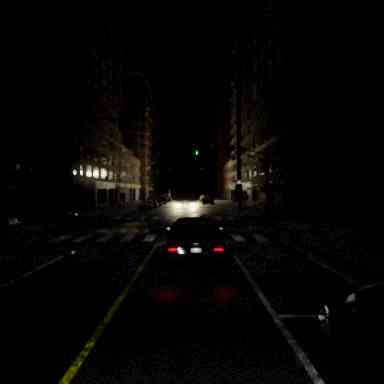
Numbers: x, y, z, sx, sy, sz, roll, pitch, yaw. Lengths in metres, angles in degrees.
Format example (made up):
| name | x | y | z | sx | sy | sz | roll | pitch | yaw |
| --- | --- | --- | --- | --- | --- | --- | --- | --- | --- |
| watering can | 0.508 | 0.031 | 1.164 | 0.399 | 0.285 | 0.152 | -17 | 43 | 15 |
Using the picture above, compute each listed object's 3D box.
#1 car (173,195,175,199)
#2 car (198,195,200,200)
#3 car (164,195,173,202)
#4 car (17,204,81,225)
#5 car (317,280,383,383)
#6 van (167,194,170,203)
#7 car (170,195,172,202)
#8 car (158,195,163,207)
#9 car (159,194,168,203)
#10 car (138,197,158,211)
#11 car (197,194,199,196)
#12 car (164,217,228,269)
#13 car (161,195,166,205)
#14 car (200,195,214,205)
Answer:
| name | x | y | z | sx | sy | sz | roll | pitch | yaw |
| --- | --- | --- | --- | --- | --- | --- | --- | --- | --- |
| car | -5.675 | 1.303 | 74.246 | 2.192 | 1.841 | 5.009 | 0 | 0 | 0 |
| car | 2.851 | 1.536 | 68.827 | 2.008 | 1.369 | 4.403 | 0 | 0 | 0 |
| car | -5.675 | 1.518 | 79.526 | 1.752 | 1.417 | 4.829 | 0 | 0 | 0 |
| car | -10.128 | 1.543 | 23.636 | 4.181 | 1.385 | 1.994 | 0 | 0 | 8 |
| car | 2.856 | 1.565 | 3.553 | 1.947 | 1.339 | 4.313 | 0 | 0 | 0 |
| van | -5.674 | 1.324 | 63.344 | 1.690 | 1.788 | 3.998 | 0 | 0 | 0 |
| car | -5.674 | 1.536 | 68.795 | 2.008 | 1.369 | 4.403 | 0 | 0 | 0 |
| car | -5.672 | 1.531 | 46.991 | 2.008 | 1.369 | 4.403 | 0 | 0 | 0 |
| car | -5.673 | 1.526 | 57.893 | 1.887 | 1.381 | 4.507 | 0 | 0 | 0 |
| car | -5.672 | 1.506 | 41.371 | 1.752 | 1.417 | 4.829 | 0 | 0 | 0 |
| car | 2.850 | 1.522 | 85.342 | 1.752 | 1.417 | 4.829 | 0 | 0 | 0 |
| car | 0.099 | 1.544 | 11.045 | 2.033 | 1.411 | 5.357 | 0 | 0 | 0 |
| car | -5.673 | 1.525 | 52.443 | 1.887 | 1.381 | 4.507 | 0 | 0 | 0 |
| car | 2.851 | 1.421 | 57.930 | 1.967 | 1.590 | 4.097 | 0 | 0 | 0 |
